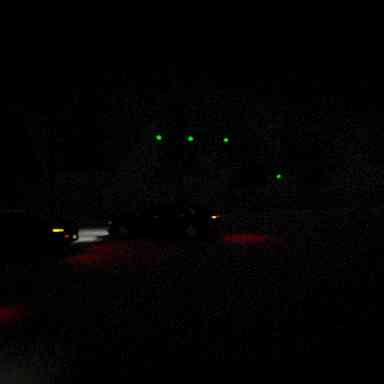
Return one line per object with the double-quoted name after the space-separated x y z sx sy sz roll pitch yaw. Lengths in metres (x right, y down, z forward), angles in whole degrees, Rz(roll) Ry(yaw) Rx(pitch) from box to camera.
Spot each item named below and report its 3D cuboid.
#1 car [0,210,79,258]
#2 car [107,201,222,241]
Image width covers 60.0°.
-6.259 1.343 11.275 4.674 1.442 1.812 -1 1 1 "car"
-1.183 1.178 14.211 4.892 1.490 1.837 -1 1 10 "car"
